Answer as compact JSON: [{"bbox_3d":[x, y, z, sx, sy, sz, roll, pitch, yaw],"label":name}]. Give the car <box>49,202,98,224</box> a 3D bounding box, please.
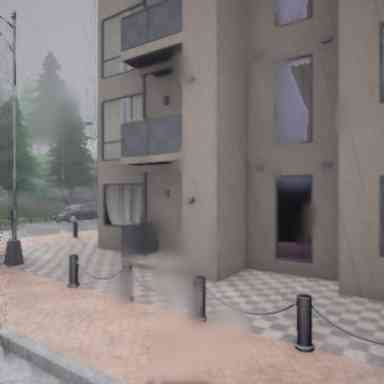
[{"bbox_3d":[-8.505,1.558,25.658,1.837,1.490,4.892,0,0,35],"label":"car"}]
